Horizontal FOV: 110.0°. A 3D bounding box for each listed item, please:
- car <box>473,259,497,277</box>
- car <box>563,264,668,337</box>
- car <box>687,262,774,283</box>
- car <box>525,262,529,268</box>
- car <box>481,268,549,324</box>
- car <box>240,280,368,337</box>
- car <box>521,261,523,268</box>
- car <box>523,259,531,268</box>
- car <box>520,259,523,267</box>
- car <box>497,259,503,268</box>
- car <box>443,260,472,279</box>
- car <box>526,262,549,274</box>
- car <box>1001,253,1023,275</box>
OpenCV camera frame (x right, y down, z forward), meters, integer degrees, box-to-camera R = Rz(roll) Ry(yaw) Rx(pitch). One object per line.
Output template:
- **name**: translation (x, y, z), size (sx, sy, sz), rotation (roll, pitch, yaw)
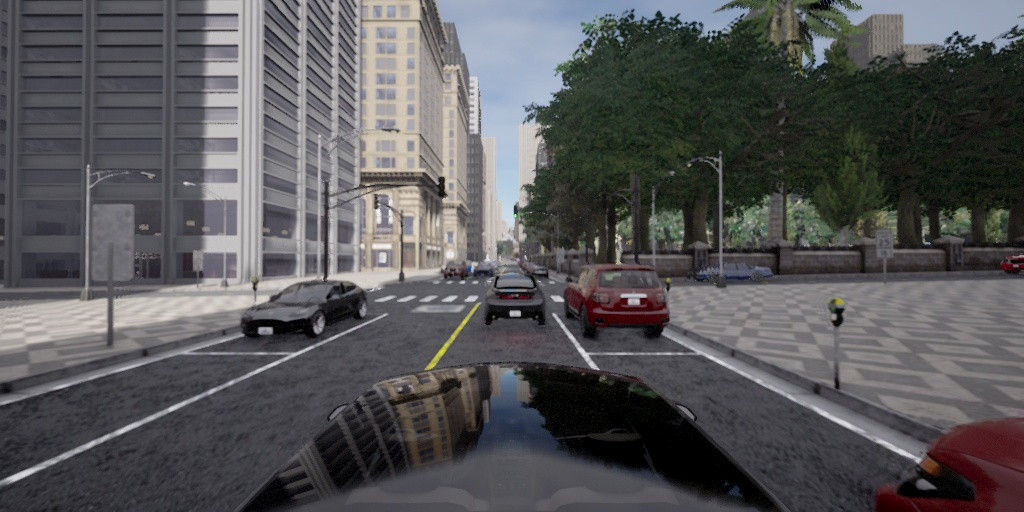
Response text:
- **car**: translation (-3.063, 1.410, 39.620), size (2.097, 1.767, 4.553), rotation (0, 0, 0)
- **car**: translation (2.769, 1.142, 10.525), size (2.192, 1.841, 5.009), rotation (0, 0, 0)
- **car**: translation (15.467, 1.135, 25.561), size (5.357, 1.411, 2.033), rotation (-1, -1, 0)
- **car**: translation (2.796, 1.662, 42.504), size (1.802, 1.307, 4.207), rotation (0, 0, 0)
- **car**: translation (0.095, 1.349, 12.341), size (1.837, 1.490, 4.892), rotation (0, 0, 0)
- **car**: translation (-5.756, 1.393, 10.550), size (1.948, 1.339, 4.313), rotation (0, 0, 0)
- **car**: translation (2.809, 1.780, 58.764), size (1.802, 1.307, 4.207), rotation (0, 0, 0)
- **car**: translation (2.800, 1.560, 47.924), size (1.967, 1.591, 4.097), rotation (0, 0, 0)
- **car**: translation (2.814, 1.780, 64.185), size (1.888, 1.381, 4.507), rotation (0, 0, 0)
- **car**: translation (-3.035, 1.672, 56.420), size (2.128, 1.511, 4.902), rotation (0, 0, 0)
- **car**: translation (-5.734, 1.353, 37.110), size (2.192, 1.841, 5.009), rotation (0, 0, 0)
- **car**: translation (2.791, 1.604, 37.084), size (1.948, 1.339, 4.313), rotation (0, 0, 0)
- **car**: translation (38.522, 0.298, 25.423), size (5.566, 2.045, 2.150), rotation (-1, -1, 1)
